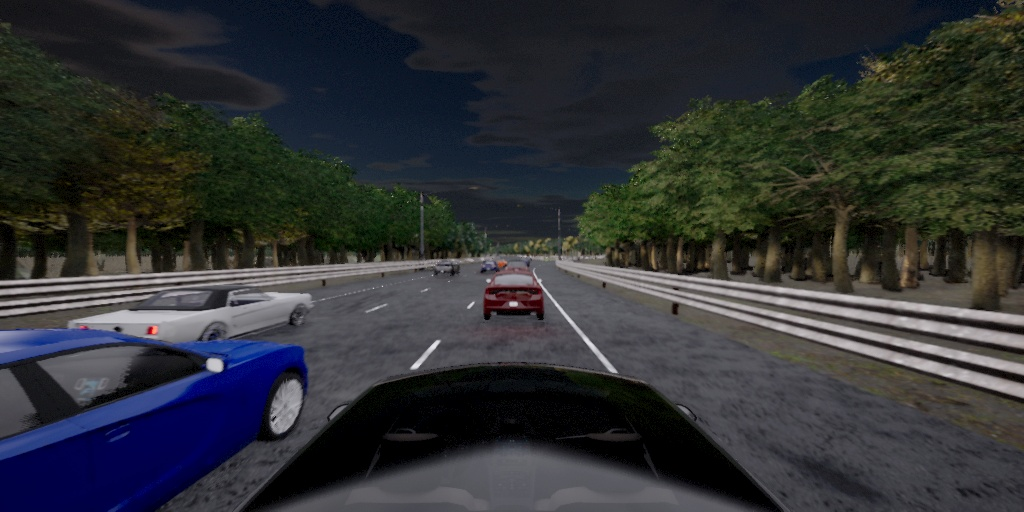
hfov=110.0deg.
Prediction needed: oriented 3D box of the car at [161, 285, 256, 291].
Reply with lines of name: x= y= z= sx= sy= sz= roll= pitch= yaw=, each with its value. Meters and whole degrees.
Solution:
car: x=-6.925 y=1.348 z=8.620 sx=1.895 sy=1.301 sz=4.718 roll=0 pitch=0 yaw=1

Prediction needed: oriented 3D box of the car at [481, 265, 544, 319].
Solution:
car: x=0.072 y=1.247 z=12.832 sx=1.882 sy=1.535 sz=5.008 roll=0 pitch=0 yaw=1

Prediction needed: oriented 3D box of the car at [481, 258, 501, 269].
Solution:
car: x=-2.549 y=1.258 z=42.425 sx=1.812 sy=1.442 sz=4.674 roll=0 pitch=-1 yaw=2

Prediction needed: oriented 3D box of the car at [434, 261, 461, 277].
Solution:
car: x=-6.336 y=1.225 z=35.501 sx=2.128 sy=1.511 sz=4.902 roll=0 pitch=0 yaw=2

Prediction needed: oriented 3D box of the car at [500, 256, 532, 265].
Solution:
car: x=0.408 y=1.096 z=29.738 sx=2.097 sy=1.767 sz=4.553 roll=0 pitch=0 yaw=2

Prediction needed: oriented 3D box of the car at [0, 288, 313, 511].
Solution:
car: x=-3.398 y=1.226 z=2.326 sx=1.882 sy=1.535 sz=5.008 roll=0 pitch=0 yaw=0

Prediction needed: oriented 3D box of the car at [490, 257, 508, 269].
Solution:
car: x=-1.979 y=1.059 z=55.530 sx=2.097 sy=1.767 sz=4.553 roll=0 pitch=0 yaw=7
